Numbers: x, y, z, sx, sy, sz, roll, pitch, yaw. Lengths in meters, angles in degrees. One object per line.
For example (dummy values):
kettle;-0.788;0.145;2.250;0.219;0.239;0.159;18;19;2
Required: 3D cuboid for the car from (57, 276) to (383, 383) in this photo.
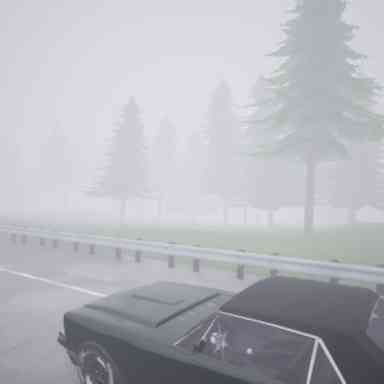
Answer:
car;0.740;1.605;3.392;4.718;1.301;1.895;0;0;35
